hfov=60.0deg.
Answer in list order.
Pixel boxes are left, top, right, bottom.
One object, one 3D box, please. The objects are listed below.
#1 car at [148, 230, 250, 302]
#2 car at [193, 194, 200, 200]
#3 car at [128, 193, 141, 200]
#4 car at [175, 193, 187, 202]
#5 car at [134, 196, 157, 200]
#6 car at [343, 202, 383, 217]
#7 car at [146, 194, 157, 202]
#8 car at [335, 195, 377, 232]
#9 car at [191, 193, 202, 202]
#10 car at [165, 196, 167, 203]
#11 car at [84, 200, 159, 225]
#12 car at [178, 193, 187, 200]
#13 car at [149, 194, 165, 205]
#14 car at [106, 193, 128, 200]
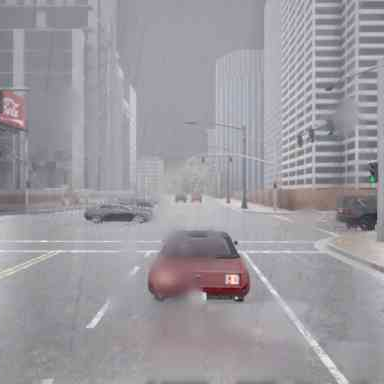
[{"bbox_3d":[0.211,1.601,8.239,1.895,1.301,4.718,0,0,2],"label":"car"},{"bbox_3d":[1.162,1.353,83.981,1.812,1.442,4.674,0,0,1],"label":"car"},{"bbox_3d":[-9.868,1.221,51.991,2.150,2.045,5.566,0,0,1],"label":"car"},{"bbox_3d":[-2.487,1.216,73.360,2.150,2.045,5.566,0,0,1],"label":"car"},{"bbox_3d":[-6.460,1.601,46.788,1.895,1.301,4.718,0,0,1],"label":"car"},{"bbox_3d":[16.532,1.601,30.367,4.718,1.301,1.895,0,0,1],"label":"car"},{"bbox_3d":[-9.425,1.340,77.853,2.097,1.767,4.553,0,0,1],"label":"car"},{"bbox_3d":[11.471,1.221,19.712,5.566,2.045,2.150,0,0,0],"label":"car"},{"bbox_3d":[1.012,1.216,73.311,2.150,2.045,5.566,0,0,1],"label":"car"},{"bbox_3d":[-6.094,1.477,67.238,1.882,1.535,5.008,0,0,1],"label":"car"},{"bbox_3d":[-5.062,1.491,23.354,4.902,1.511,2.128,0,0,0],"label":"car"},{"bbox_3d":[-2.338,1.184,84.000,2.097,1.767,4.553,0,0,1],"label":"car"},{"bbox_3d":[-6.313,1.564,56.790,1.994,1.385,4.181,0,0,0],"label":"car"},{"bbox_3d":[-10.022,1.352,42.408,2.097,1.767,4.553,0,0,1],"label":"car"}]
